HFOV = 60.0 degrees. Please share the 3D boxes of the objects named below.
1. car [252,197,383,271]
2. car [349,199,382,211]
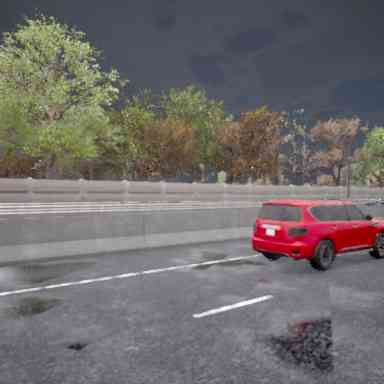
[{"bbox_3d":[4.515,1.277,11.321,5.566,2.045,2.150,0,0,-35],"label":"car"},{"bbox_3d":[24.679,1.782,47.353,4.902,1.511,2.128,1,0,-35],"label":"car"}]
